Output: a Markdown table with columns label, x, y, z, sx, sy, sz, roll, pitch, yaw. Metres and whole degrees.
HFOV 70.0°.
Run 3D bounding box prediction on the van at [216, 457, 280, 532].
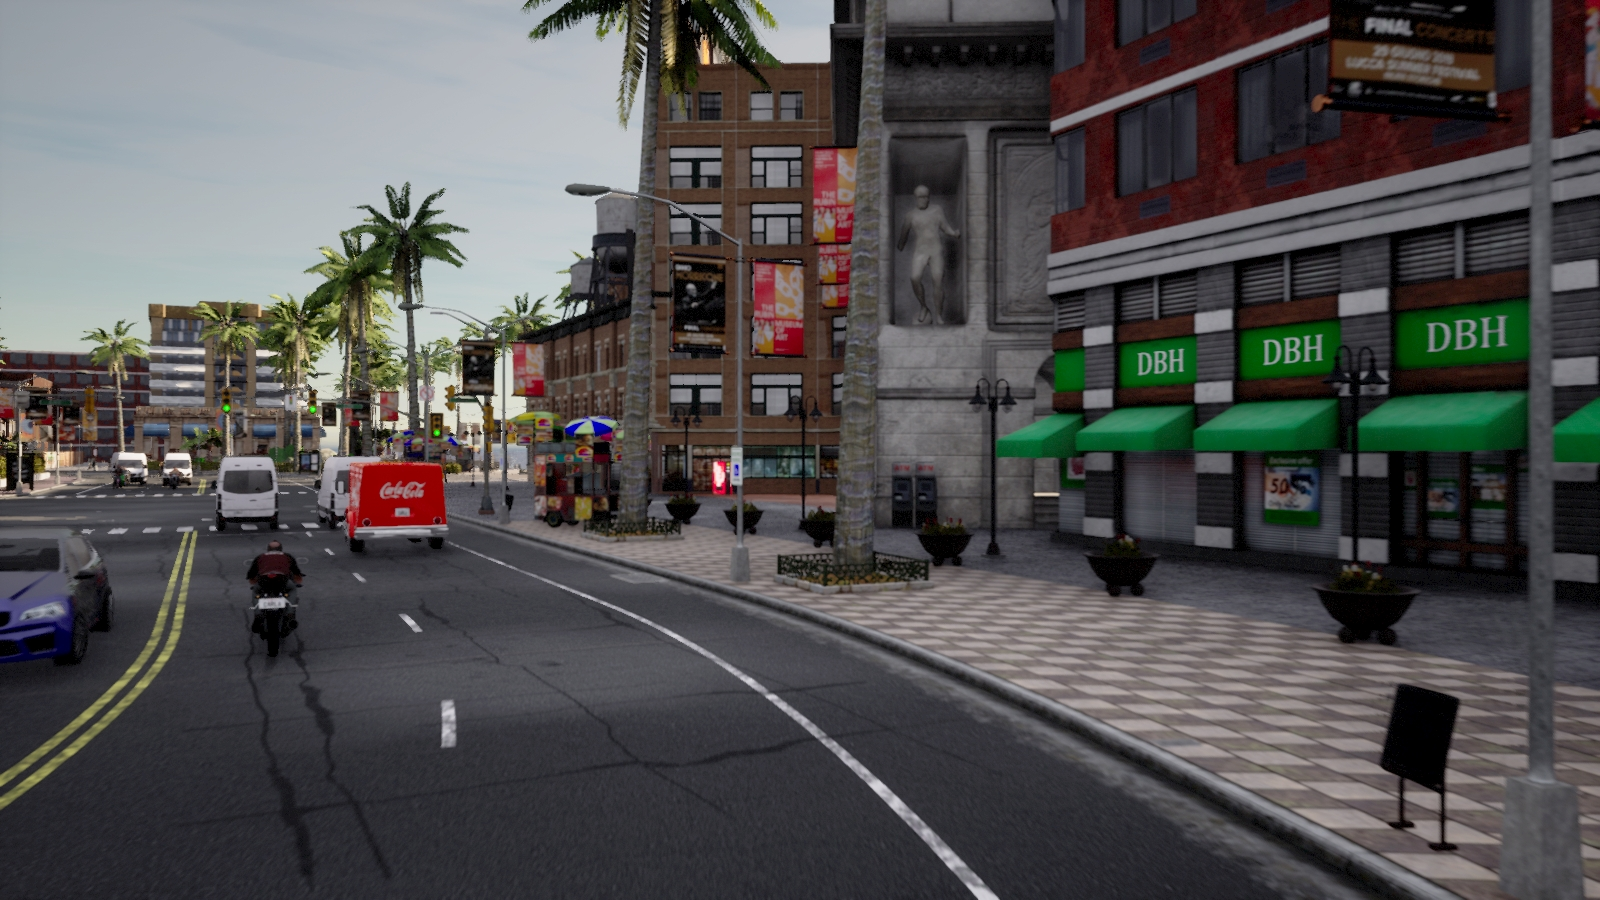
| label | x | y | z | sx | sy | sz | roll | pitch | yaw |
| --- | --- | --- | --- | --- | --- | --- | --- | --- | --- |
| van | -20.430 | 1.538 | 42.177 | 1.988 | 2.561 | 5.915 | 0 | 0 | -27 |

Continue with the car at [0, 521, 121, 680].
| label | x | y | z | sx | sy | sz | roll | pitch | yaw |
| --- | --- | --- | --- | --- | --- | --- | --- | --- | --- |
| car | -11.014 | 1.970 | 15.866 | 2.242 | 1.667 | 4.611 | 0 | 0 | -24 |

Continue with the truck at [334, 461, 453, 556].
| label | x | y | z | sx | sy | sz | roll | pitch | yaw |
| --- | --- | --- | --- | --- | --- | --- | --- | --- | --- |
| truck | -11.902 | 1.573 | 33.188 | 2.627 | 2.467 | 5.204 | 0 | 0 | -27 |

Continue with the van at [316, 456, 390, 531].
| label | x | y | z | sx | sy | sz | roll | pitch | yaw |
| --- | --- | --- | --- | --- | --- | --- | --- | --- | --- |
| van | -16.852 | 1.538 | 42.900 | 1.988 | 2.561 | 5.915 | 0 | 0 | -27 |

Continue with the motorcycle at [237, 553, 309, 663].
| label | x | y | z | sx | sy | sz | roll | pitch | yaw |
| --- | --- | --- | --- | --- | --- | --- | --- | --- | --- |
| motorcycle | -7.520 | 2.207 | 16.386 | 0.867 | 1.251 | 2.209 | 0 | 0 | -23 |
